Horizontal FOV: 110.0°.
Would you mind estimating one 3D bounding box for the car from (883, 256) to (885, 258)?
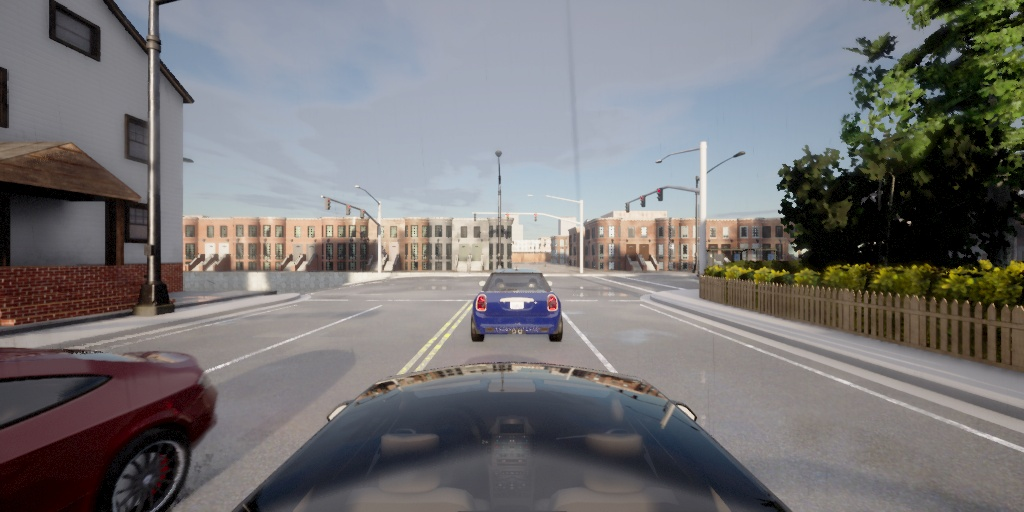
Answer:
[{"bbox_3d":[31.098,0.972,29.745,5.566,2.045,2.150,0,0,0],"label":"car"}]

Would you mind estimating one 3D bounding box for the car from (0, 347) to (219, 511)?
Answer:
[{"bbox_3d":[-3.579,1.276,1.382,1.812,1.442,4.674,0,0,0],"label":"car"}]

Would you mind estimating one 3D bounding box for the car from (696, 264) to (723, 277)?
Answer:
[{"bbox_3d":[18.316,1.297,29.709,5.357,1.411,2.033,0,0,0],"label":"car"}]

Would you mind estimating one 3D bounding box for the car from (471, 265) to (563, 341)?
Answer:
[{"bbox_3d":[0.108,1.102,9.994,2.097,1.767,4.553,0,0,0],"label":"car"}]
